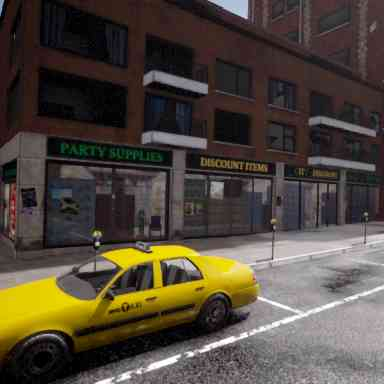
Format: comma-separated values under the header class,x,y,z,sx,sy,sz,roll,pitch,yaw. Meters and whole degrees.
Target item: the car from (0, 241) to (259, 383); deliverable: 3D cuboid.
class,x,y,z,sx,sy,sz,roll,pitch,yaw
car,-1.037,1.527,5.333,4.829,1.417,1.752,0,2,-35
